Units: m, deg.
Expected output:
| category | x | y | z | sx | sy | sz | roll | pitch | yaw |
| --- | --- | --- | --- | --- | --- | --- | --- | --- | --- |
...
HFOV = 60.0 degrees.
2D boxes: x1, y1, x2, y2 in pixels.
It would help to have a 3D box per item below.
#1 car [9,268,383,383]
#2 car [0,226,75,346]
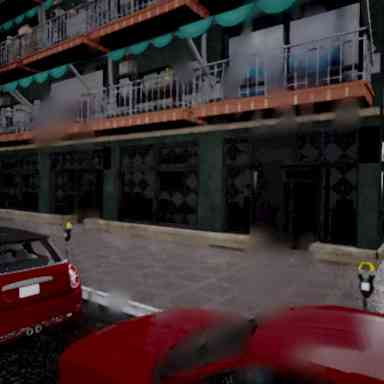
| category | x | y | z | sx | sy | sz | roll | pitch | yaw |
| --- | --- | --- | --- | --- | --- | --- | --- | --- | --- |
| car | 0.881 | 1.529 | 2.248 | 4.507 | 1.381 | 1.887 | 2 | 1 | 35 |
| car | -3.720 | 1.269 | 5.496 | 4.097 | 1.590 | 1.967 | 2 | 1 | 35 |
